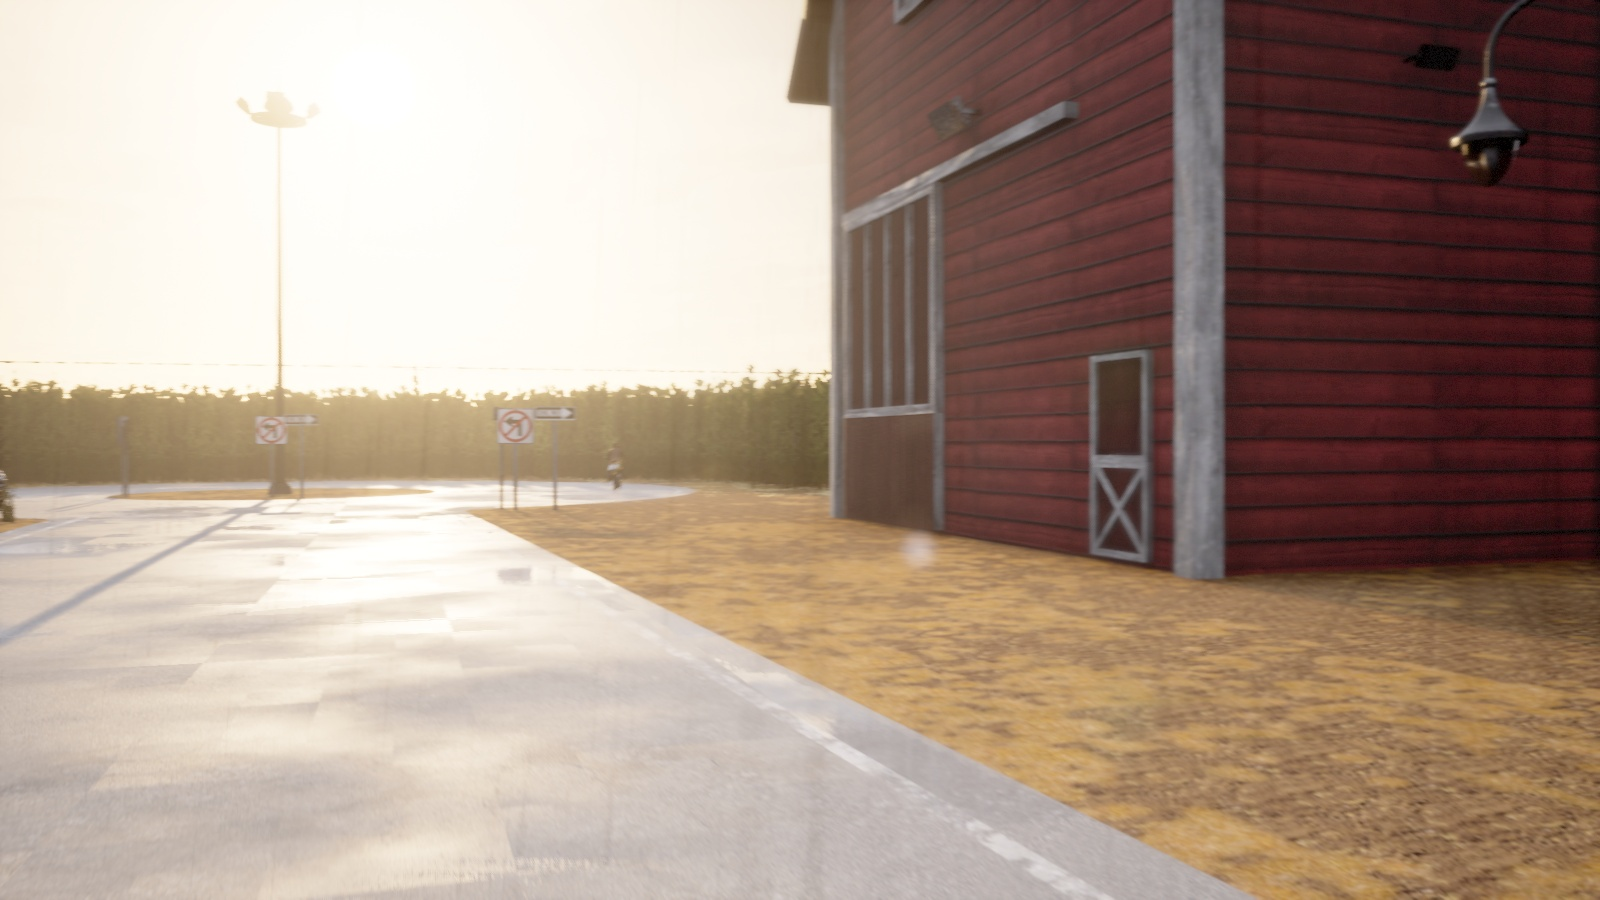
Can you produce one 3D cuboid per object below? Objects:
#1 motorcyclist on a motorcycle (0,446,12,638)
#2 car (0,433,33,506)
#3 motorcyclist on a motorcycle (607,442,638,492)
[{"bbox_3d":[-6.545,0.736,9.211,0.866,1.530,2.191,0,0,-20],"label":"motorcyclist on a motorcycle"},{"bbox_3d":[-20.546,0.444,29.363,4.611,1.667,2.242,0,0,25],"label":"car"},{"bbox_3d":[-5.598,0.508,39.735,0.797,1.523,2.044,-2,0,-5],"label":"motorcyclist on a motorcycle"}]
